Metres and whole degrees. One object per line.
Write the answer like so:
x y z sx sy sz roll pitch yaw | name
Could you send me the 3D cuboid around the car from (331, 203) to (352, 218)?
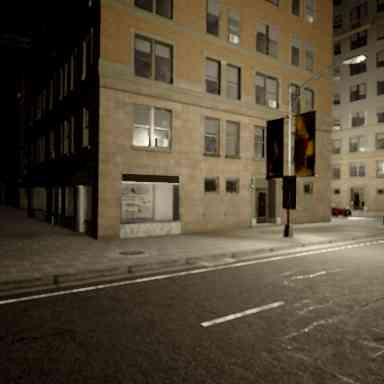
13.885 1.820 33.732 1.994 1.385 4.181 1 0 -35 | car
